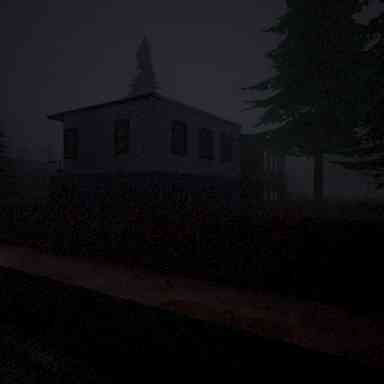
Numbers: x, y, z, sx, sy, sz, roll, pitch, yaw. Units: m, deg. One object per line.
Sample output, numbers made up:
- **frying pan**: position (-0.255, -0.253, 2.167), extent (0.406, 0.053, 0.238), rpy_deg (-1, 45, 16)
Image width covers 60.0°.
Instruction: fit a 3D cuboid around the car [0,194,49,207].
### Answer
- **car**: position (-14.753, 1.202, 29.594), extent (2.150, 2.045, 5.566), rpy_deg (0, 0, 27)
